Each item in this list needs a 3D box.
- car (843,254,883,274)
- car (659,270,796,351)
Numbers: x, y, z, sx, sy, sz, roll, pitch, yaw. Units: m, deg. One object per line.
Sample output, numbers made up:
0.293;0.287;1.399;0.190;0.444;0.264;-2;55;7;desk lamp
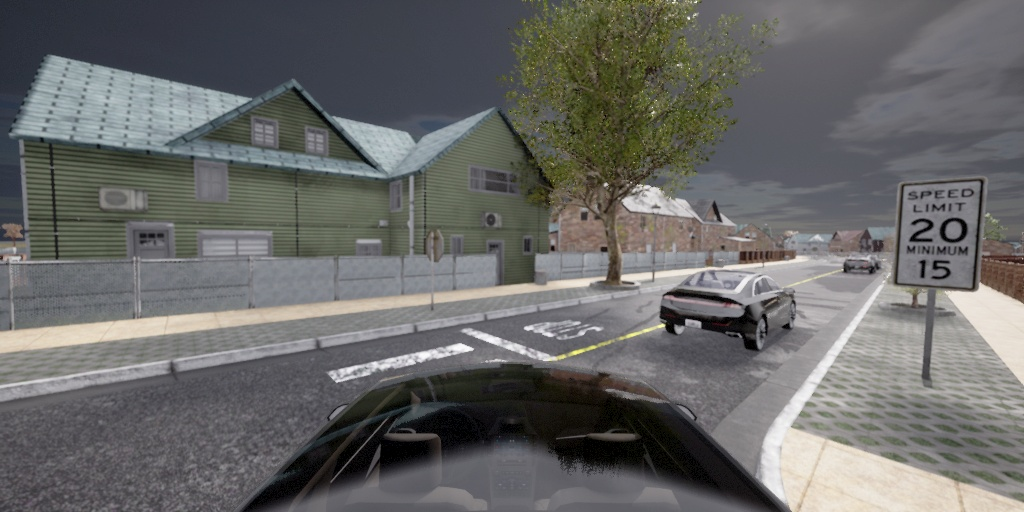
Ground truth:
30.150;0.685;31.045;4.902;1.511;2.128;-1;3;-42;car
5.381;1.093;8.701;4.902;1.511;2.128;-1;3;-42;car
